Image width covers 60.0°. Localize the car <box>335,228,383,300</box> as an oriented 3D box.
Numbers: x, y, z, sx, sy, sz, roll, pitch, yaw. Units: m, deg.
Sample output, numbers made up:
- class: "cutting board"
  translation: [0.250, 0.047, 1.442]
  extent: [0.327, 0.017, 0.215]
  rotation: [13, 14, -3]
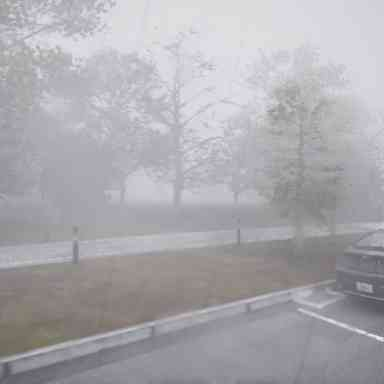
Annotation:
- class: "car"
  translation: [5.269, 1.491, 7.399]
  extent: [4.892, 1.521, 2.231]
  rotation: [0, -3, -31]
